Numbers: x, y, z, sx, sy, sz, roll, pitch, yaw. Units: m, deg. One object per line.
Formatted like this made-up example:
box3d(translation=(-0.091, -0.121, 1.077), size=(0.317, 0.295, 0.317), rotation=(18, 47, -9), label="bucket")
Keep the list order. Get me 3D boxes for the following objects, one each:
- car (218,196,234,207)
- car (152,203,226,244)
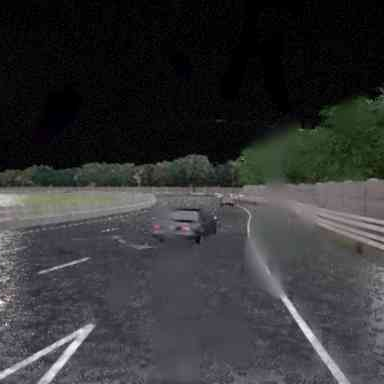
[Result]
box3d(translation=(4.789, 1.313, 47.409), size=(2.033, 1.411, 5.357), rotation=(0, 0, 0), label="car")
box3d(translation=(-0.079, 1.458, 15.319), size=(2.033, 1.411, 5.357), rotation=(1, 0, 17), label="car")
